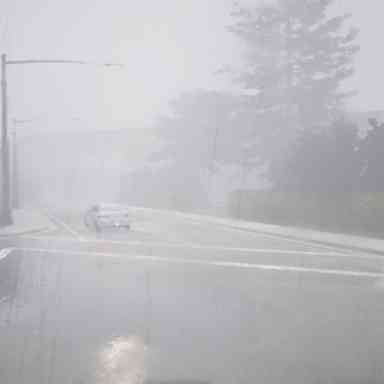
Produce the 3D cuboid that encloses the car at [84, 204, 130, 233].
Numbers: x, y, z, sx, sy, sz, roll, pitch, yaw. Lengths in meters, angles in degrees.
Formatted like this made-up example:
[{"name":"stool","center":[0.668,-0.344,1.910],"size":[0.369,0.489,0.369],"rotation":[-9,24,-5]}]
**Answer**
[{"name":"car","center":[-4.870,1.388,18.898],"size":[1.812,1.442,4.674],"rotation":[-1,1,-28]}]
